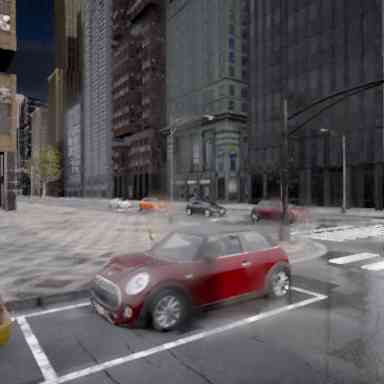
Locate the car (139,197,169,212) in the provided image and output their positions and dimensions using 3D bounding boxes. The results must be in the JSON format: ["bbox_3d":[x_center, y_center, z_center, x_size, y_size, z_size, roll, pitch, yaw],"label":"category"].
[{"bbox_3d":[-4.594,1.424,39.873,2.097,1.767,4.553,0,0,-36],"label":"car"}]

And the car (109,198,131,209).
[{"bbox_3d":[-10.449,1.628,48.147,1.812,1.442,4.674,0,0,-36],"label":"car"}]

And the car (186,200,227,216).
[{"bbox_3d":[1.263,1.546,31.623,1.837,1.490,4.892,0,0,-35],"label":"car"}]

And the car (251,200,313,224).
[{"bbox_3d":[6.501,1.366,24.264,2.097,1.767,4.553,0,0,-35],"label":"car"}]

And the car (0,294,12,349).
[{"bbox_3d":[-4.603,1.529,3.370,4.829,1.417,1.752,0,0,-35],"label":"car"}]

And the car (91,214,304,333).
[{"bbox_3d":[0.097,1.433,6.720,4.097,1.590,1.967,0,0,-35],"label":"car"}]
